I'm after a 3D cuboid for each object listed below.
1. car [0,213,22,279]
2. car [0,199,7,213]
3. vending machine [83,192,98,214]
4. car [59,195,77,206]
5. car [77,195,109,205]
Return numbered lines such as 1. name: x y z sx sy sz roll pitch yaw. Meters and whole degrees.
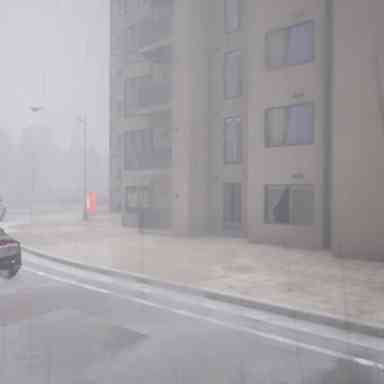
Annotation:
1. car: -6.205 1.433 8.829 4.902 1.511 2.128 1 0 43
2. car: -14.214 1.082 22.250 2.150 2.045 5.566 0 1 -15
3. vending machine: -9.875 1.044 32.274 1.100 2.100 0.880 0 0 11
4. car: -17.911 1.227 50.839 1.882 1.535 5.008 0 0 33
5. car: -14.457 1.334 49.733 1.994 1.385 4.181 0 0 34
